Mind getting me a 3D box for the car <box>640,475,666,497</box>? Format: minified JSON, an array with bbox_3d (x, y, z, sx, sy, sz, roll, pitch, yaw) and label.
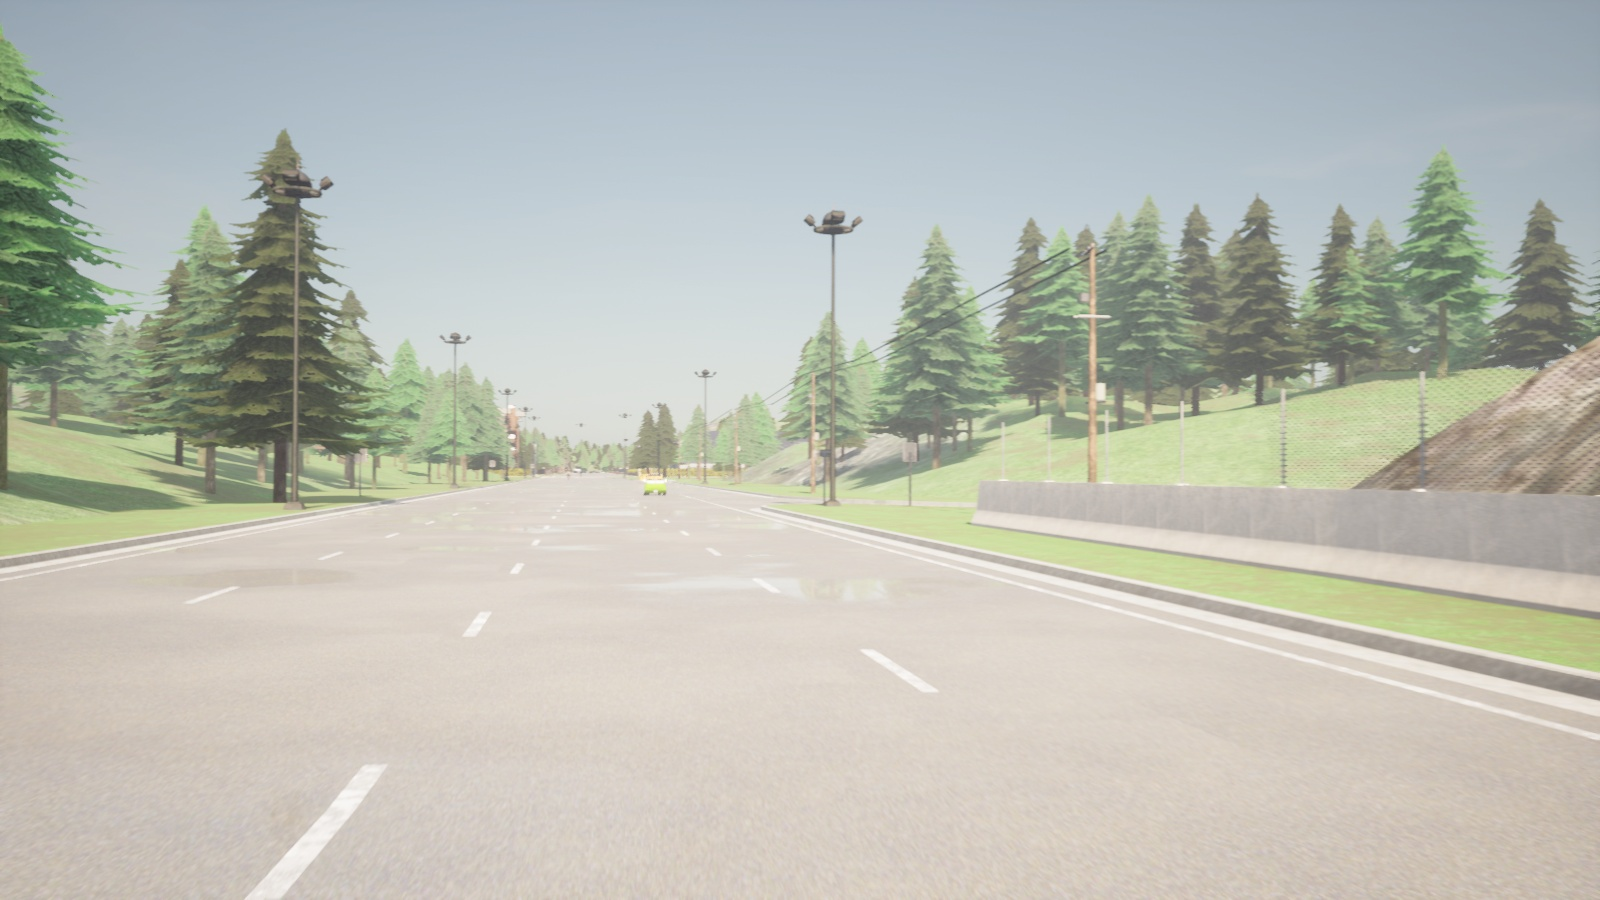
[{"bbox_3d":[-9.190,2.231,78.494,1.481,1.376,2.207,0,-1,-10],"label":"car"}]
